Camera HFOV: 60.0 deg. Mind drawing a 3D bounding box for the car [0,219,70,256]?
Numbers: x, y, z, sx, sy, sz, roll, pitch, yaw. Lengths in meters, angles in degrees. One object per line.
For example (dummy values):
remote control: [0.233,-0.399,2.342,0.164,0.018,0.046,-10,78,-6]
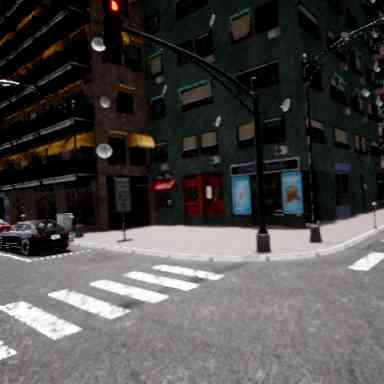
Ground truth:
car: [-7.094,1.932,14.870,4.313,1.339,1.947,-3,-1,41]
